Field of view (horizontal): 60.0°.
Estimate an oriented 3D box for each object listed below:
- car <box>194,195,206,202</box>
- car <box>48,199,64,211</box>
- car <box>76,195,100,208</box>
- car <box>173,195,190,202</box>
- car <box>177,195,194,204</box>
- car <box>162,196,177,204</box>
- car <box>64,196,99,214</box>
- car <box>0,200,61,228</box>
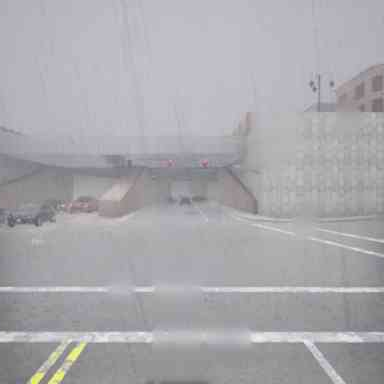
[{"bbox_3d":[1.530,1.505,74.797,1.812,1.442,4.674,0,0,28],"label":"car"},{"bbox_3d":[-14.882,1.495,35.910,1.837,1.490,4.892,0,0,-1],"label":"car"},{"bbox_3d":[-15.188,1.341,48.736,2.097,1.767,4.553,0,0,-1],"label":"car"},{"bbox_3d":[-2.339,1.505,74.669,1.812,1.442,4.674,0,0,24],"label":"car"},{"bbox_3d":[-1.220,1.532,61.672,2.033,1.411,5.357,0,0,1],"label":"car"},{"bbox_3d":[-4.513,1.531,64.312,2.033,1.411,5.357,0,0,5],"label":"car"},{"bbox_3d":[-11.358,1.343,34.950,2.097,1.767,4.553,0,0,-1],"label":"car"},{"bbox_3d":[-10.719,1.501,22.520,1.837,1.490,4.892,0,-1,-6],"label":"car"}]
